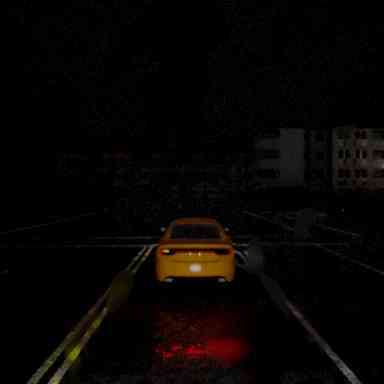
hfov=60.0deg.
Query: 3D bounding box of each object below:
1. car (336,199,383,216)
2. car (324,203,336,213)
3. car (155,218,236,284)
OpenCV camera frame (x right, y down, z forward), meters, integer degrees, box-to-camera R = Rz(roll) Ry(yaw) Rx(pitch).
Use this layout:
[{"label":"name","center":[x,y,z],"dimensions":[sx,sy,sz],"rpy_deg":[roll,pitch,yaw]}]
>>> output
[{"label":"car","center":[16.969,1.487,31.872],"dimensions":[4.902,1.511,2.128],"rpy_deg":[0,0,1]},{"label":"car","center":[16.655,1.500,35.377],"dimensions":[4.892,1.490,1.837],"rpy_deg":[0,0,1]},{"label":"car","center":[0.085,1.477,9.586],"dimensions":[1.882,1.535,5.008],"rpy_deg":[0,0,0]}]
